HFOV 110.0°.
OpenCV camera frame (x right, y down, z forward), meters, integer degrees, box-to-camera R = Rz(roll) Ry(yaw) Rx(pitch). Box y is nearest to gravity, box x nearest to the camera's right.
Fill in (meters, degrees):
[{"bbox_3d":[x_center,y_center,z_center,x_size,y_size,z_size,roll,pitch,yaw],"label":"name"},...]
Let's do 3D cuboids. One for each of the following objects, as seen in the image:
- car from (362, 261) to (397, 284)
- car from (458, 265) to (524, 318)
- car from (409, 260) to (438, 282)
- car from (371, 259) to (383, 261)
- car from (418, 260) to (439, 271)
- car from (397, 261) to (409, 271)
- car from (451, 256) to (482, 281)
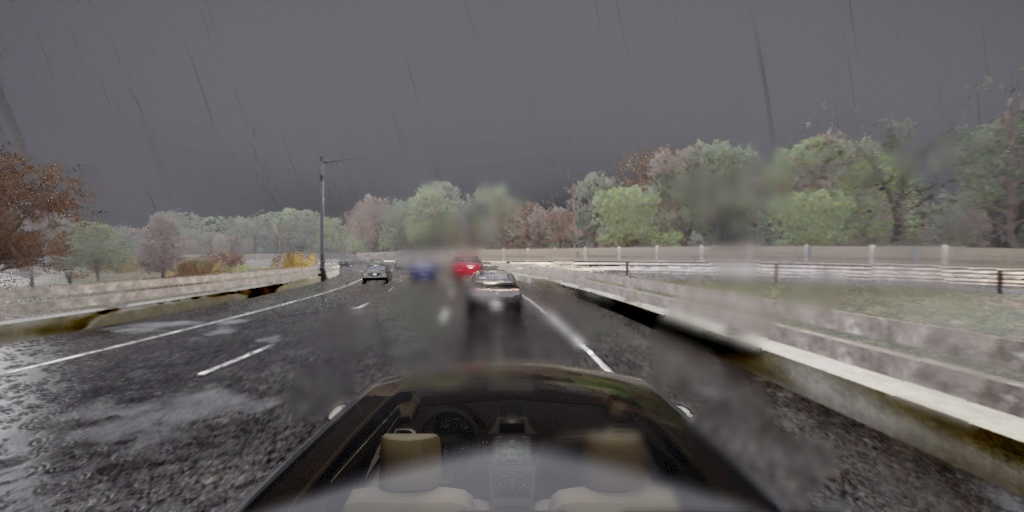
[{"bbox_3d":[-10.362,1.356,27.789,2.033,1.411,5.357,0,0,-15],"label":"car"},{"bbox_3d":[-0.726,1.254,13.144,2.128,1.511,4.902,0,0,-6],"label":"car"},{"bbox_3d":[-7.410,1.269,29.977,1.882,1.535,5.008,0,0,-15],"label":"car"},{"bbox_3d":[-19.009,1.207,50.167,2.097,1.767,4.553,0,0,-27],"label":"car"},{"bbox_3d":[-12.255,1.325,52.410,1.837,1.490,4.892,0,0,-27],"label":"car"},{"bbox_3d":[-15.696,1.402,51.420,1.994,1.385,4.181,0,0,-27],"label":"car"},{"bbox_3d":[-3.855,0.996,30.415,2.150,2.045,5.566,0,0,-15],"label":"car"}]
